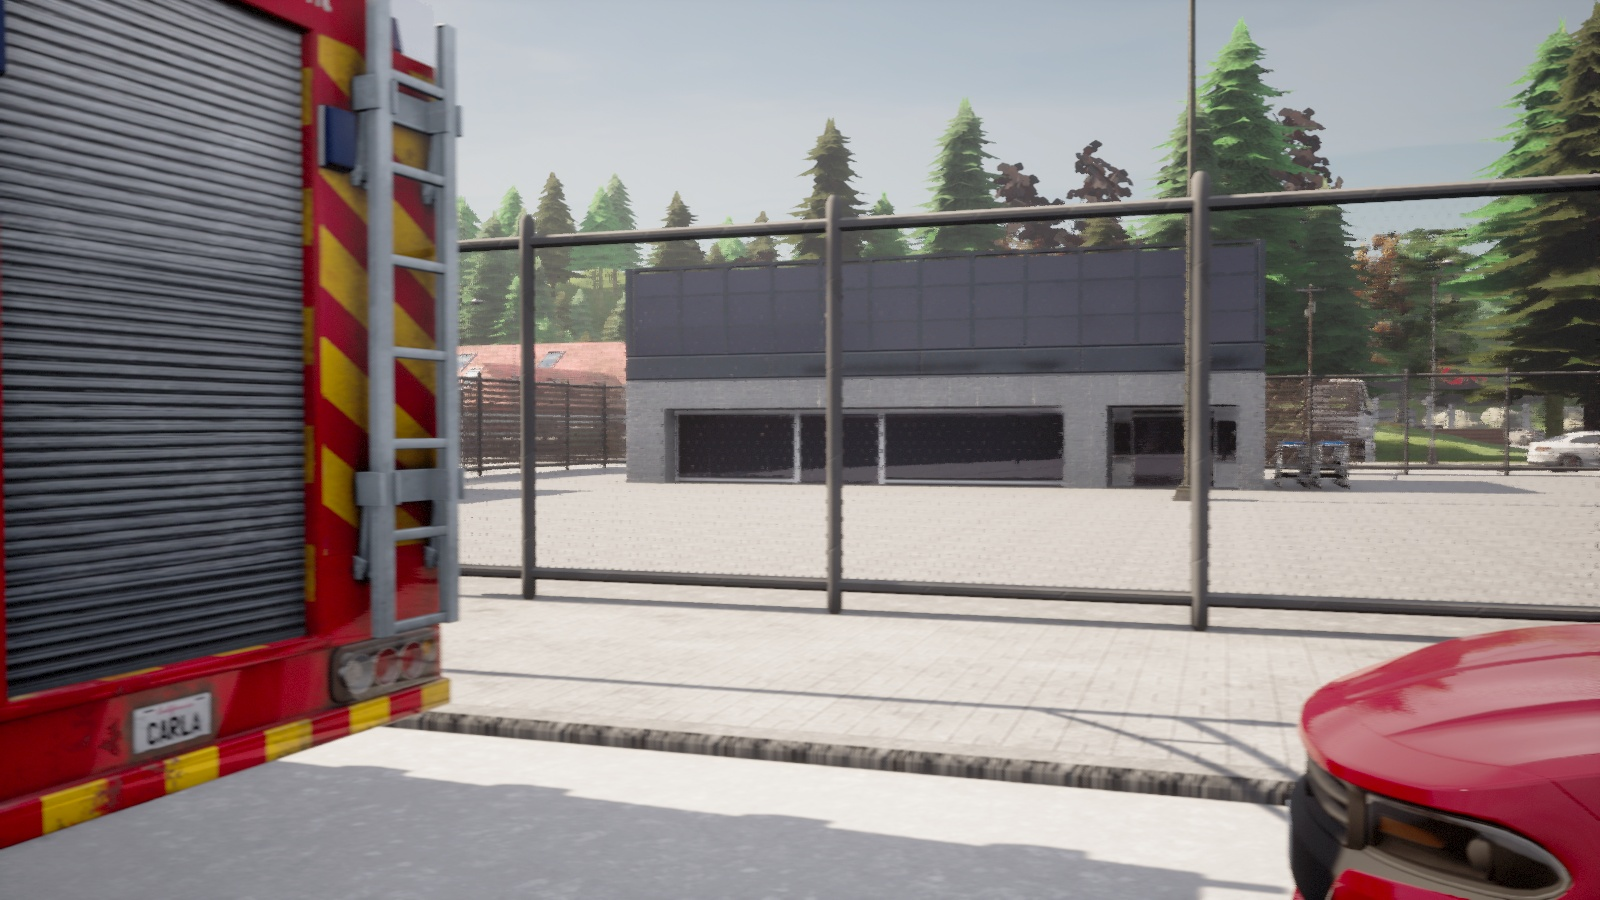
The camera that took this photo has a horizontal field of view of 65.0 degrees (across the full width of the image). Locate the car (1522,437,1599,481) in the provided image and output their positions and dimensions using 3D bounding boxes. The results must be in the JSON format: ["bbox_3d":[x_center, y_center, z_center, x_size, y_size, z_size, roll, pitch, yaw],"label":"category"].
[{"bbox_3d":[27.203,0.295,42.353,4.674,1.442,1.812,1,1,19],"label":"car"}]

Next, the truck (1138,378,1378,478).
[{"bbox_3d":[16.590,-0.831,45.935,7.936,3.462,2.891,1,1,19],"label":"truck"}]

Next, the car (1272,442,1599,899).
[{"bbox_3d":[3.612,0.781,2.462,5.008,1.535,1.882,1,1,20],"label":"car"}]

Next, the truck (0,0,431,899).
[{"bbox_3d":[-6.076,-0.465,5.685,8.468,3.827,2.891,1,1,22],"label":"truck"}]
